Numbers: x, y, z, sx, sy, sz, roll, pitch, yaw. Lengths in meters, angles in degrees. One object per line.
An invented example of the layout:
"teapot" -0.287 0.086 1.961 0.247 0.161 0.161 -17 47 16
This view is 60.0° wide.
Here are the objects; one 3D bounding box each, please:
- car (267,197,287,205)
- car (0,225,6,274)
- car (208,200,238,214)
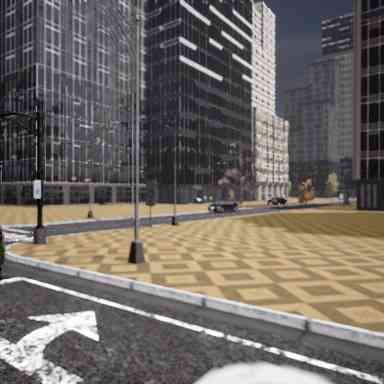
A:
"car" 13.432 1.474 52.353 1.882 1.535 5.008 0 0 37
"car" -7.121 1.259 9.349 5.566 2.045 2.150 0 0 44
"car" 3.723 1.699 39.494 2.128 1.511 4.902 0 0 37
